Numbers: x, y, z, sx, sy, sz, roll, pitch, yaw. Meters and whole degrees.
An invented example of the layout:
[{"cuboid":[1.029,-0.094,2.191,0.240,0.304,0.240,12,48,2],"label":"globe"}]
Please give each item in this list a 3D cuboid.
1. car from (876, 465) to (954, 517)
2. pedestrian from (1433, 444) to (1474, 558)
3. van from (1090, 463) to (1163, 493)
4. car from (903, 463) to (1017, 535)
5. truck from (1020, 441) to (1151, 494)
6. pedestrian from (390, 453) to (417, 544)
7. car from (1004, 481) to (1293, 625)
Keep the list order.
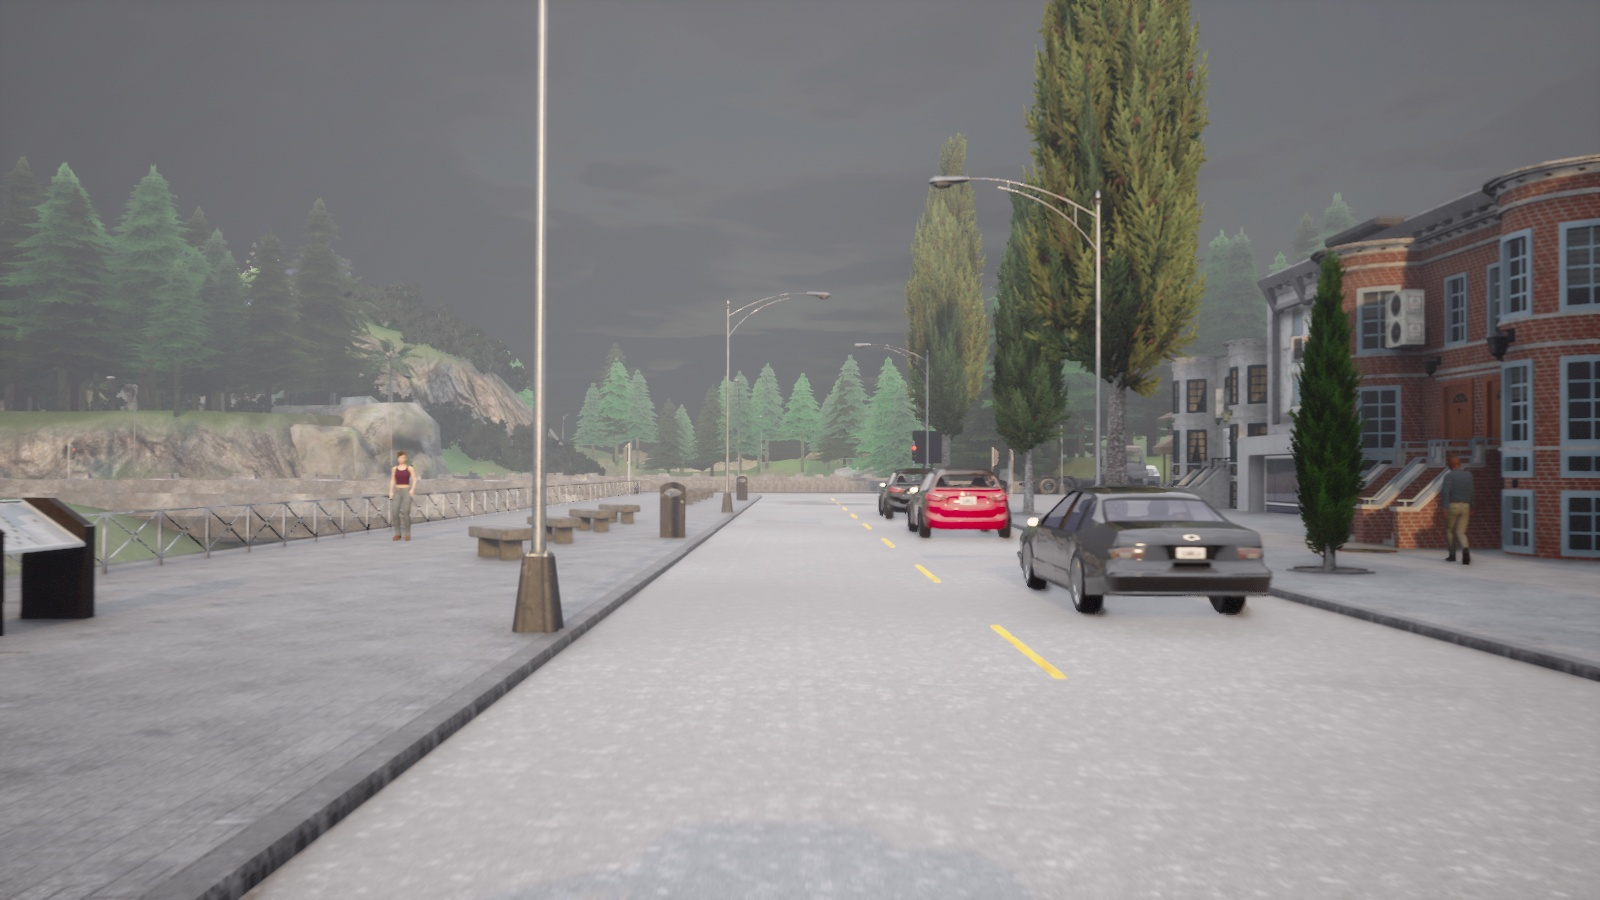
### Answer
[{"cuboid":[3.887,1.365,43.134,2.242,1.667,4.611,0,-1,0],"label":"car"},{"cuboid":[10.759,0.830,20.698,0.370,1.835,0.726,0,-1,9],"label":"pedestrian"},{"cuboid":[22.629,1.905,87.061,4.480,2.038,2.069,0,-1,0],"label":"van"},{"cuboid":[3.917,1.171,31.508,2.242,1.667,4.611,0,-1,0],"label":"car"},{"cuboid":[18.811,1.148,83.076,7.936,3.462,2.891,0,-1,-3],"label":"truck"},{"cuboid":[-8.071,0.985,25.579,0.345,1.836,0.594,0,-1,0],"label":"pedestrian"},{"cuboid":[3.959,1.104,15.387,2.033,1.411,5.357,0,-1,0],"label":"car"}]
